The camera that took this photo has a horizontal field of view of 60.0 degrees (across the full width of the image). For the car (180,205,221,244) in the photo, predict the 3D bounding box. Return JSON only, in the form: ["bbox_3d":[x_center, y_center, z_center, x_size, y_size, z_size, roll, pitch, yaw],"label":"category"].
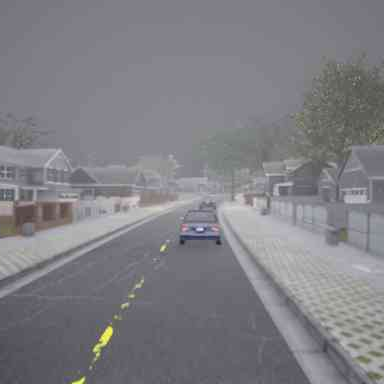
[{"bbox_3d":[0.414,1.556,15.920,2.033,1.411,5.357,0,0,2],"label":"car"}]

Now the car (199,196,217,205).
[{"bbox_3d":[2.051,1.297,42.371,2.097,1.767,4.553,0,0,5],"label":"car"}]
